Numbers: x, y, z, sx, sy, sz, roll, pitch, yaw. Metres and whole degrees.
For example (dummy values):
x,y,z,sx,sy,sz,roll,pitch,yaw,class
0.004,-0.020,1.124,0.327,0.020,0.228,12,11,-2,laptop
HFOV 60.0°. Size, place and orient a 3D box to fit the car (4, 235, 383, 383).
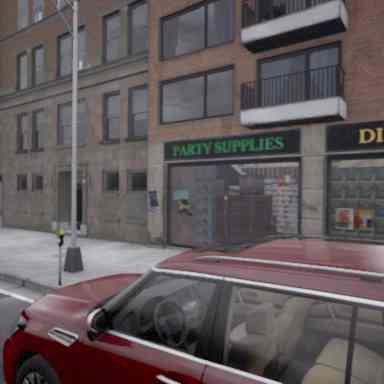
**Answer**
x,y,z,sx,sy,sz,roll,pitch,yaw,class
0.535,1.314,2.684,5.009,1.841,2.192,0,1,35,car
